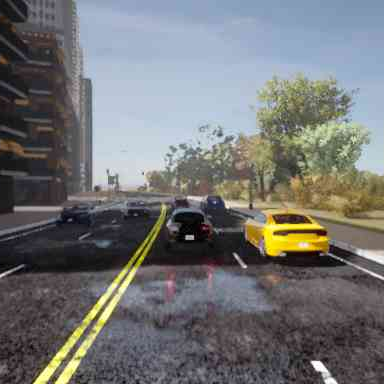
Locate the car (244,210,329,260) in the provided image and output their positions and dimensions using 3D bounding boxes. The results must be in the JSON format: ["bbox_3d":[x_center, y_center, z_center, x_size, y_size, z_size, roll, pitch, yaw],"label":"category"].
[{"bbox_3d":[3.156,1.370,12.059,1.882,1.535,5.008,0,0,-1],"label":"car"}]

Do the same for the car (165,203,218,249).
[{"bbox_3d":[-0.146,1.408,13.911,1.812,1.442,4.674,0,1,-2],"label":"car"}]

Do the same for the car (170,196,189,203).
[{"bbox_3d":[-1.301,1.182,35.956,2.128,1.511,4.902,0,1,-4],"label":"car"}]

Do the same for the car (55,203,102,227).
[{"bbox_3d":[-7.062,1.397,21.089,1.994,1.385,4.181,0,0,-2],"label":"car"}]

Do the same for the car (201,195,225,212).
[{"bbox_3d":[2.072,1.053,34.288,2.097,1.767,4.553,0,1,-4],"label":"car"}]

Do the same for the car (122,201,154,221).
[{"bbox_3d":[-3.940,1.359,24.858,1.994,1.385,4.181,0,0,-2],"label":"car"}]
